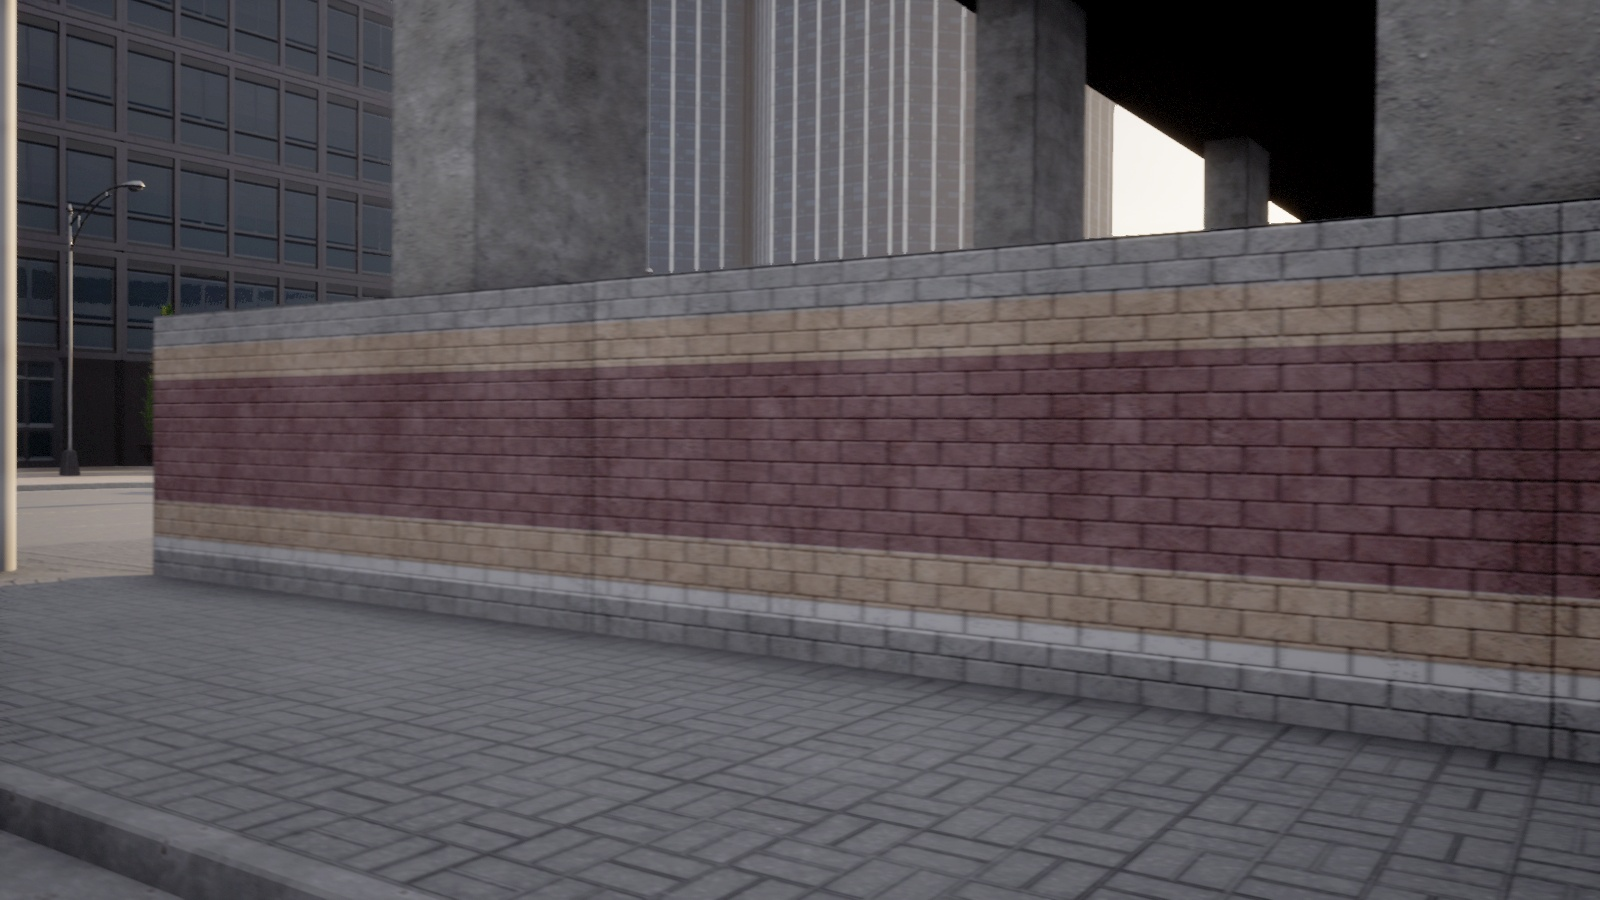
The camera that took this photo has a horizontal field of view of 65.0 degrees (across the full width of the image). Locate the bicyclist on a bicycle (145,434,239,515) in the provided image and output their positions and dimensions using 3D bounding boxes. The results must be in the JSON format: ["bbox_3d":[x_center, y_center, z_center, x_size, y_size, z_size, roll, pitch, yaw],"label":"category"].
[{"bbox_3d":[-12.643,0.481,26.127,0.866,1.612,1.509,0,1,34],"label":"bicyclist on a bicycle"}]
